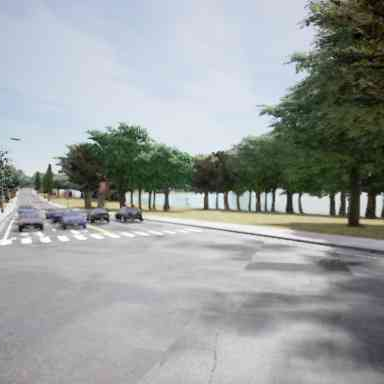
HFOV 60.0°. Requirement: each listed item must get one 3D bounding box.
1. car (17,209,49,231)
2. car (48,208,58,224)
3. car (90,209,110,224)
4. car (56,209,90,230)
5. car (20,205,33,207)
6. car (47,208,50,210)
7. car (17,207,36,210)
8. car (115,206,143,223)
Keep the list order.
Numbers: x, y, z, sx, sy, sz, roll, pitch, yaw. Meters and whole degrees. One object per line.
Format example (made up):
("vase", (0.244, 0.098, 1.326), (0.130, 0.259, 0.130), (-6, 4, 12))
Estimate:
("car", (-13.694, 2.475, 28.257), (2.033, 1.411, 5.357), (0, -2, -27))
("car", (-14.641, 2.767, 37.166), (1.895, 1.301, 4.718), (0, -2, -27))
("car", (-10.249, 2.570, 35.965), (1.837, 1.490, 4.892), (0, -2, -27))
("car", (-10.571, 2.431, 29.293), (1.812, 1.442, 4.674), (0, -2, -27))
("car", (-23.187, 2.792, 46.618), (2.150, 2.045, 5.566), (0, -2, -27))
("car", (-19.391, 3.001, 46.355), (1.837, 1.490, 4.892), (0, -2, -27))
("car", (-18.305, 2.773, 37.178), (2.033, 1.411, 5.357), (0, -2, -27))
("car", (-7.088, 2.392, 36.929), (2.097, 1.767, 4.553), (0, -2, -27))
